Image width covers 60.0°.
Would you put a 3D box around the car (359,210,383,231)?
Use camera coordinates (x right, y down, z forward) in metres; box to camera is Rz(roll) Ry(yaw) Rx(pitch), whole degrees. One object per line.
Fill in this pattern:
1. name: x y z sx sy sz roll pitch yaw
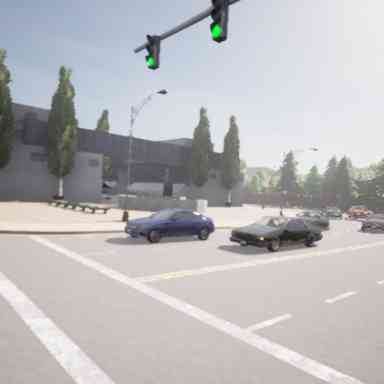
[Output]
1. car: 15.440 2.540 27.893 1.812 1.442 4.674 4 0 32

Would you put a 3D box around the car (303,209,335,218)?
1. car: 8.796 2.165 24.973 1.994 1.385 4.181 3 0 41

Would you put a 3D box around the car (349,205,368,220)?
1. car: 21.979 2.615 43.397 2.097 1.767 4.553 3 0 11

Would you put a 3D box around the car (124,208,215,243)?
1. car: -0.920 1.510 15.790 4.674 1.442 1.812 4 0 -40

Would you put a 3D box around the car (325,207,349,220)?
1. car: 18.458 2.735 43.773 2.128 1.511 4.902 3 0 11

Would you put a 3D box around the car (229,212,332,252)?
1. car: 4.123 1.839 15.547 5.357 1.411 2.033 4 0 -42
